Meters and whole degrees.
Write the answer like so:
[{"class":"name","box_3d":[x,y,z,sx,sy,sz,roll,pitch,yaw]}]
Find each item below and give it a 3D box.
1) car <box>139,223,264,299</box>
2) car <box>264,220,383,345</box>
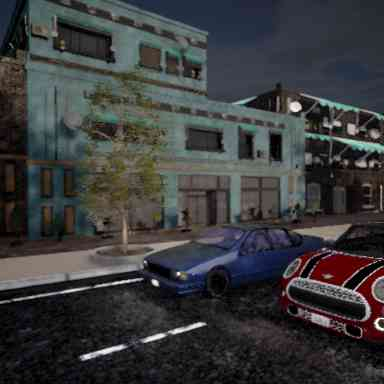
[{"class":"car","box_3d":[1.383,1.559,8.662,5.357,1.411,2.033,0,0,-35]},{"class":"car","box_3d":[3.786,1.365,6.384,4.553,1.767,2.097,0,0,-36]}]
